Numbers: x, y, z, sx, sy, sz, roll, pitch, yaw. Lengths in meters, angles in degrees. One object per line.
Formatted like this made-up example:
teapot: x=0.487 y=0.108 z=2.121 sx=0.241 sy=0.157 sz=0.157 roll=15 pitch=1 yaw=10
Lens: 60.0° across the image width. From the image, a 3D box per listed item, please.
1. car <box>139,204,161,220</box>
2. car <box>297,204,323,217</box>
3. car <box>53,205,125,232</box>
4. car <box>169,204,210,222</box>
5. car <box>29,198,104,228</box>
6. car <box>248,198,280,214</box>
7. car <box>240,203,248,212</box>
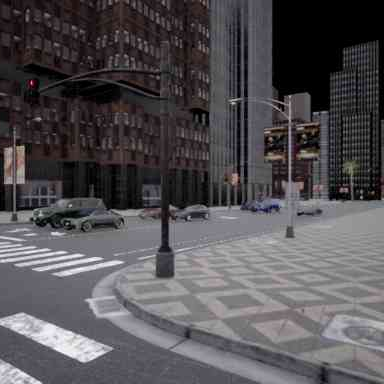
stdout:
car: x=-3.088 y=1.903 z=32.372 sx=1.812 sy=1.442 sz=4.674 roll=0 pitch=-1 yaw=35
car: x=13.966 y=2.164 z=39.262 sx=2.033 sy=1.411 sz=5.357 roll=0 pitch=-1 yaw=35
car: x=-6.475 y=1.794 z=21.921 sx=1.994 sy=1.385 sz=4.181 roll=0 pitch=-1 yaw=35
car: x=-0.114 y=1.895 z=30.930 sx=1.837 sy=1.490 sz=4.892 roll=0 pitch=-1 yaw=35
car: x=-8.799 y=1.456 z=24.268 sx=2.150 sy=2.045 sz=5.566 roll=0 pitch=-1 yaw=35
car: x=10.271 y=1.876 z=45.562 sx=2.150 sy=2.045 sz=5.566 roll=0 pitch=-1 yaw=36
car: x=9.052 y=2.232 z=49.432 sx=2.033 sy=1.411 sz=5.357 roll=0 pitch=-1 yaw=36
